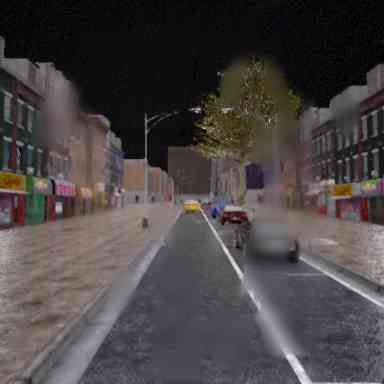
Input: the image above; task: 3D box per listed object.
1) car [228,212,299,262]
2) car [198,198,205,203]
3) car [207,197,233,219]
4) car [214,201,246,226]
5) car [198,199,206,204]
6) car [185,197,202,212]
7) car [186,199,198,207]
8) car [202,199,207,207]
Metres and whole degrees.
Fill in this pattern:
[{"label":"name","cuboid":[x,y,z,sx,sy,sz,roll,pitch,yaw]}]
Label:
[{"label":"car","cuboid":[2.665,1.683,12.470,1.947,1.339,4.313,2,0,0]},{"label":"car","cuboid":[2.677,2.540,94.636,1.947,1.339,4.313,1,-1,0]},{"label":"car","cuboid":[2.989,1.502,32.713,2.150,2.045,5.566,0,0,0]},{"label":"car","cuboid":[3.021,1.696,25.676,1.882,1.535,5.008,0,0,0]},{"label":"car","cuboid":[2.677,2.458,89.199,1.947,1.339,4.313,1,-1,0]},{"label":"car","cuboid":[0.042,1.855,44.349,1.882,1.535,5.008,0,-1,1]},{"label":"car","cuboid":[0.039,2.052,62.893,2.128,1.511,4.902,0,-1,1]},{"label":"car","cuboid":[2.677,1.998,62.456,1.967,1.590,4.097,2,-1,0]}]
